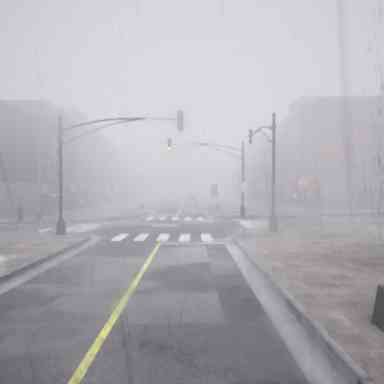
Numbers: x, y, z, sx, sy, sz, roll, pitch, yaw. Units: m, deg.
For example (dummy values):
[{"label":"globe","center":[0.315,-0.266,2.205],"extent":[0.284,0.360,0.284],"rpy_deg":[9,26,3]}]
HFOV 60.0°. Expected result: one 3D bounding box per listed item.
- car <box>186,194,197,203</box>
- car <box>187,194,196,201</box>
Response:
[{"label":"car","center":[-0.044,1.336,65.188],"extent":[1.837,1.490,4.892],"rpy_deg":[0,0,0]},{"label":"car","center":[-0.051,1.157,75.608],"extent":[2.033,1.411,5.357],"rpy_deg":[0,0,0]}]
